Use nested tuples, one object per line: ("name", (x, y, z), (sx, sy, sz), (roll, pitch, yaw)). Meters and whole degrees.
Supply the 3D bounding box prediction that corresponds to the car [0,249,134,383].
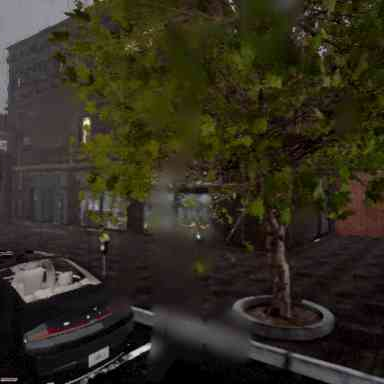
("car", (-2.787, 1.536, 4.864), (4.403, 1.369, 2.008), (0, 1, 36))
